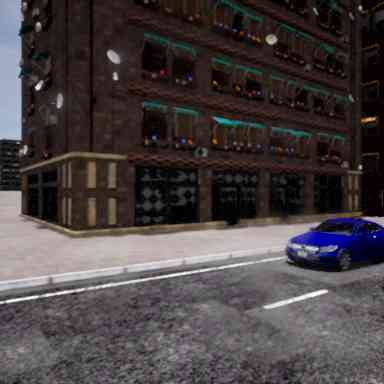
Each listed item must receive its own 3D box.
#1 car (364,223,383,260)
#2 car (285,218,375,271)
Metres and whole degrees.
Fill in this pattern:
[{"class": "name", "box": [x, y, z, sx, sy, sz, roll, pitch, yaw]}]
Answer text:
[{"class": "car", "box": [6.811, 1.600, 8.530, 4.902, 1.511, 2.128, 1, 0, -35]}, {"class": "car", "box": [5.229, 1.638, 11.393, 4.674, 1.442, 1.812, 1, 0, -35]}]
